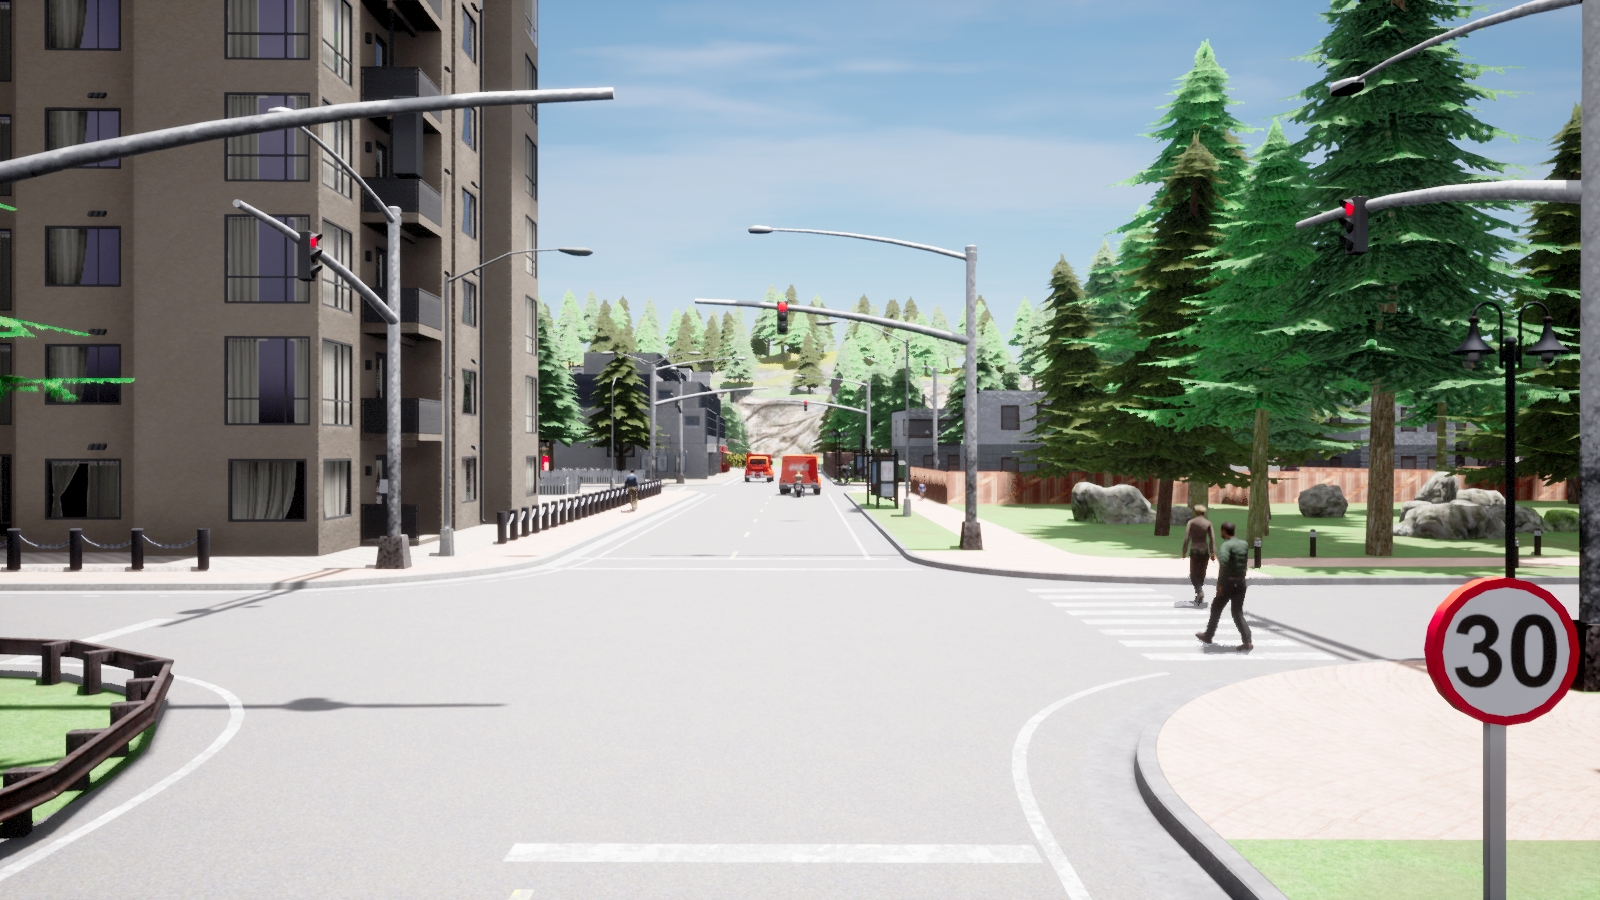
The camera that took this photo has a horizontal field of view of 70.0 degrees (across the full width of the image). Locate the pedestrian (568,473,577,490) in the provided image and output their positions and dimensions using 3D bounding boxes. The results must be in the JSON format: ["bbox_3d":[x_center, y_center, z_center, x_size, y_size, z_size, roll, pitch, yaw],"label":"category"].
[{"bbox_3d":[-14.805,2.028,74.388,0.500,1.100,0.500,0,0,0],"label":"pedestrian"}]

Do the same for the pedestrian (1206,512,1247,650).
[{"bbox_3d":[5.913,1.805,15.836,0.375,1.860,0.375,0,0,-23],"label":"pedestrian"}]

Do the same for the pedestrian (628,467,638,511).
[{"bbox_3d":[-7.043,1.648,48.211,0.375,1.860,0.375,0,0,1],"label":"pedestrian"}]

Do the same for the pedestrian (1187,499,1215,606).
[{"bbox_3d":[7.090,1.802,20.201,0.375,1.860,0.375,0,0,5],"label":"pedestrian"}]

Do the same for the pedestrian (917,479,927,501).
[{"bbox_3d":[6.208,2.023,58.183,0.500,1.100,0.500,0,0,1],"label":"pedestrian"}]

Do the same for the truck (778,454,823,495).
[{"bbox_3d":[0.071,1.506,71.518,2.627,2.467,5.204,0,0,3],"label":"truck"}]
